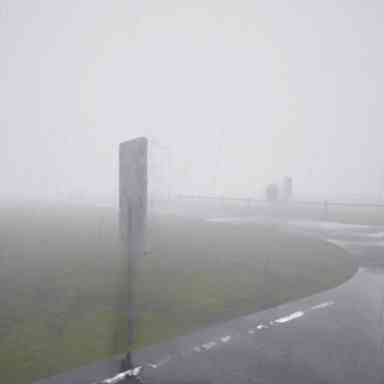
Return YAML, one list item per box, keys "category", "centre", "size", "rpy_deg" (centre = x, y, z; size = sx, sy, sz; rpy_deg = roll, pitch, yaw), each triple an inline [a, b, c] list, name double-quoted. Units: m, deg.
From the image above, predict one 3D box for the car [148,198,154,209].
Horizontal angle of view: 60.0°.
- category: "car"
  centre: [-5.717, 0.868, 33.998]
  size: [1.882, 1.535, 5.008]
  rpy_deg: [0, 1, -36]

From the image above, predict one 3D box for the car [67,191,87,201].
- category: "car"
  centre: [-17.516, 0.575, 50.600]
  size: [1.837, 1.490, 4.892]
  rpy_deg: [0, 1, -36]
